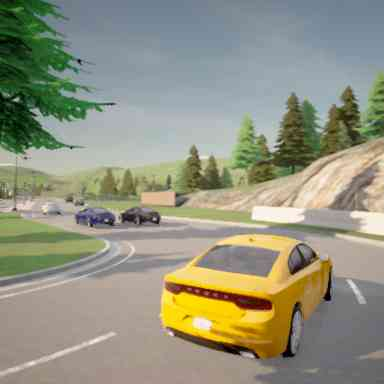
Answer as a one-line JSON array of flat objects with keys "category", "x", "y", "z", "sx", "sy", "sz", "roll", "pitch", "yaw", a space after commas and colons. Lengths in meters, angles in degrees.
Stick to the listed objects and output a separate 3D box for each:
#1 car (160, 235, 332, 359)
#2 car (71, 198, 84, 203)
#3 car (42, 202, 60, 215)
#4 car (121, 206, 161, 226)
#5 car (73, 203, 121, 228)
[{"category": "car", "x": 1.410, "y": 1.571, "z": 6.389, "sx": 1.882, "sy": 1.535, "sz": 5.008, "roll": 1, "pitch": 0, "yaw": 31}, {"category": "car", "x": -25.185, "y": 2.448, "z": 74.505, "sx": 2.033, "sy": 1.411, "sz": 5.357, "roll": 1, "pitch": -1, "yaw": -24}, {"category": "car", "x": -17.281, "y": 2.010, "z": 40.828, "sx": 1.812, "sy": 1.442, "sz": 4.674, "roll": 1, "pitch": -1, "yaw": -27}, {"category": "car", "x": -4.180, "y": 1.871, "z": 26.705, "sx": 1.812, "sy": 1.442, "sz": 4.674, "roll": 1, "pitch": -1, "yaw": -37}, {"category": "car", "x": -7.416, "y": 1.838, "z": 25.202, "sx": 1.812, "sy": 1.442, "sz": 4.674, "roll": 1, "pitch": -1, "yaw": -37}]
